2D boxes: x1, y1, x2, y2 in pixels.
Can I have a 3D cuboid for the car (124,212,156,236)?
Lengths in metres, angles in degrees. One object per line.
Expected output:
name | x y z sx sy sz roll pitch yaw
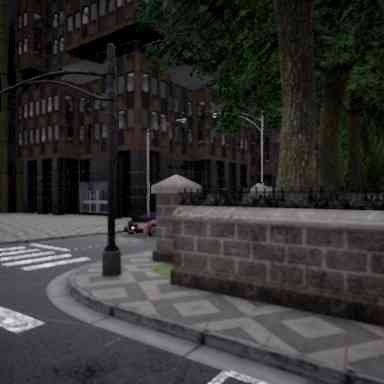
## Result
car | -2.367 1.998 21.394 1.994 1.385 4.181 0 -1 35
